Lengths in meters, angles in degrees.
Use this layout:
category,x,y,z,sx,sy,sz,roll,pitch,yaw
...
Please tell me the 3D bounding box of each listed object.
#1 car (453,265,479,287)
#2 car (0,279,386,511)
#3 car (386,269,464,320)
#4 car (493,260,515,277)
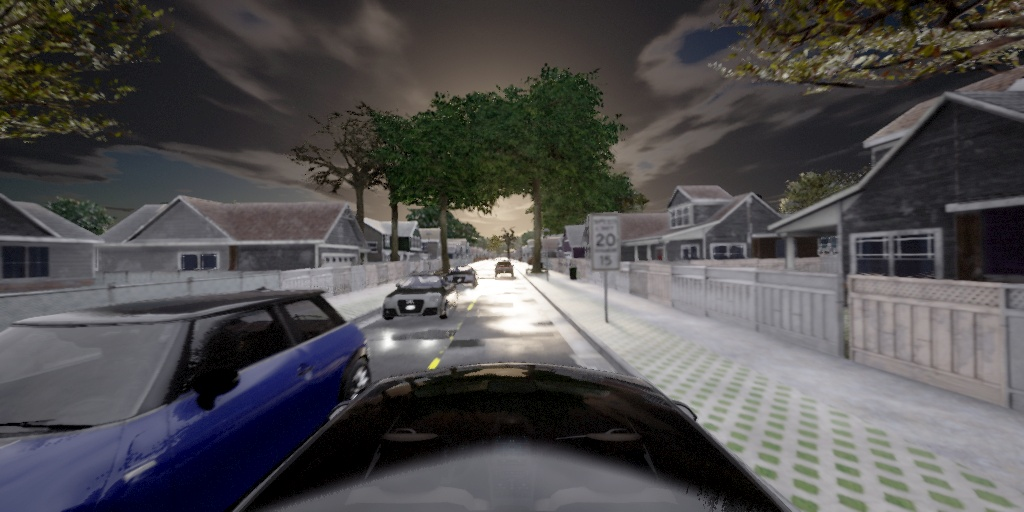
category,x,y,z,sx,sy,sz,roll,pitch,yaw
car,-3.378,1.357,24.823,1.994,1.385,4.181,-1,0,-1
car,-2.920,1.154,2.820,2.097,1.767,4.553,-1,0,1
car,-3.082,1.360,12.809,1.994,1.385,4.181,-1,0,-1
car,-0.757,1.247,35.632,1.837,1.490,4.892,-1,0,-1
